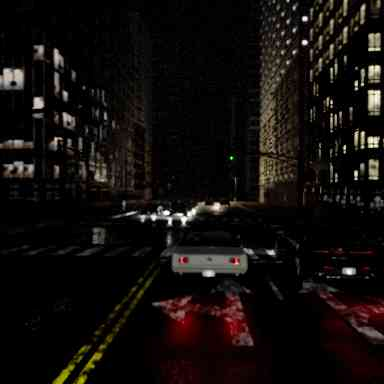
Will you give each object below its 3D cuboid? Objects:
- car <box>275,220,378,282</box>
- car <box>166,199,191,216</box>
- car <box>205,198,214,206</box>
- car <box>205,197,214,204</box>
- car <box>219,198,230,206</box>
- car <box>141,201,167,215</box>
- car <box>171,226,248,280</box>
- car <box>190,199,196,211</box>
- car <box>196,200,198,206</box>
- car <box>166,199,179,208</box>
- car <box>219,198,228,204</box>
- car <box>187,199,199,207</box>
[{"bbox_3d":[3.793,1.617,10.133,1.837,1.490,4.892,0,-1,3],"label":"car"},{"bbox_3d":[-1.438,1.864,37.214,1.812,1.442,4.674,0,0,3],"label":"car"},{"bbox_3d":[3.583,2.227,68.692,1.895,1.301,4.718,0,0,3],"label":"car"},{"bbox_3d":[4.112,2.076,78.649,2.128,1.511,4.902,0,0,3],"label":"car"},{"bbox_3d":[6.805,2.183,68.072,2.033,1.411,5.357,0,0,3],"label":"car"},{"bbox_3d":[-4.596,1.890,39.126,2.033,1.411,5.357,0,-1,3],"label":"car"},{"bbox_3d":[0.547,1.701,10.240,1.895,1.301,4.718,0,-1,4],"label":"car"},{"bbox_3d":[-0.948,1.914,46.449,2.128,1.511,4.902,0,-1,3],"label":"car"},{"bbox_3d":[-0.386,2.113,56.513,1.895,1.301,4.718,0,0,3],"label":"car"},{"bbox_3d":[-3.457,2.032,59.649,1.837,1.490,4.892,0,-1,4],"label":"car"},{"bbox_3d":[7.359,2.158,78.506,1.895,1.301,4.718,0,0,3],"label":"car"},{"bbox_3d":[0.237,2.153,66.984,2.033,1.411,5.357,0,0,3],"label":"car"}]
